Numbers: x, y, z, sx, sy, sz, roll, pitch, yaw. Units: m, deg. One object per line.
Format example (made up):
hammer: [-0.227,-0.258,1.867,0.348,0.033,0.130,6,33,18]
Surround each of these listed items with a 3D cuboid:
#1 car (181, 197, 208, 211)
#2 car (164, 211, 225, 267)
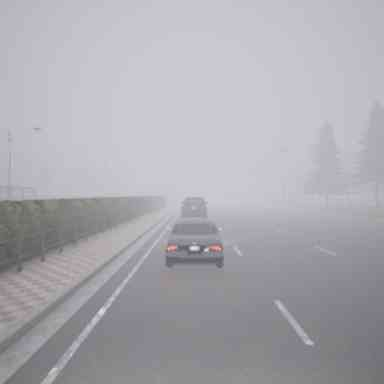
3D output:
car: [0.214,1.419,29.258,2.150,2.045,5.566,0,0,1]
car: [0.102,1.626,11.725,2.033,1.411,5.357,0,0,1]
